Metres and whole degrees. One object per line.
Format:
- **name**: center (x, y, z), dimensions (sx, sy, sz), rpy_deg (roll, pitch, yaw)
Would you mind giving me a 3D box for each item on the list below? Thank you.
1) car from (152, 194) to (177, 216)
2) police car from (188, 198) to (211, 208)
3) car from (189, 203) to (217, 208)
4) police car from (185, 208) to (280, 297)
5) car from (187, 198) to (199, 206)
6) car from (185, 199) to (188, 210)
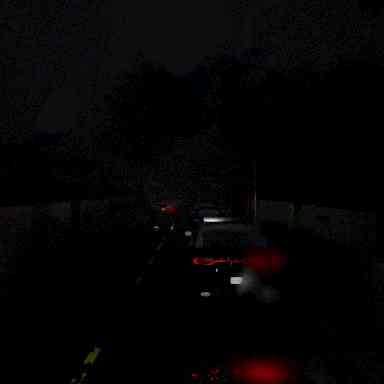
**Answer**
- **car**: center (-2.676, 1.275, 33.734), dimensions (2.150, 2.045, 5.566), rpy_deg (0, 0, 0)
- **police car**: center (0.880, 1.453, 24.738), dimensions (1.930, 1.638, 5.238), rpy_deg (0, 0, 0)
- **car**: center (0.866, 1.543, 18.624), dimensions (1.812, 1.442, 4.674), rpy_deg (0, 0, 0)
- **police car**: center (0.843, 1.432, 8.730), dimensions (1.930, 1.638, 5.238), rpy_deg (0, 0, 0)
- **car**: center (0.135, 1.730, 58.982), dimensions (1.994, 1.385, 4.181), rpy_deg (0, 0, 0)
- **car**: center (0.119, 1.667, 45.423), dimensions (1.994, 1.385, 4.181), rpy_deg (0, 0, 2)
